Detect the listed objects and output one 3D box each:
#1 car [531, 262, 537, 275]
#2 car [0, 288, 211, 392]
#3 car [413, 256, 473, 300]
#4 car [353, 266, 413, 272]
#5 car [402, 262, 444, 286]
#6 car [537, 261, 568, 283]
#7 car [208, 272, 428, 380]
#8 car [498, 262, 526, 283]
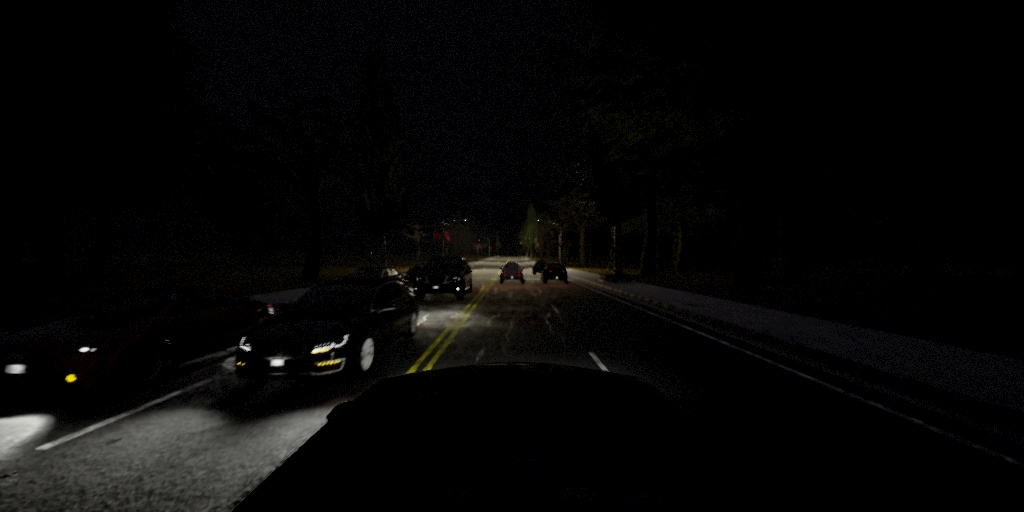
[{"bbox_3d":[3.300,1.362,41.585,1.837,1.490,4.892,0,0,1],"label":"car"},{"bbox_3d":[-6.572,1.312,6.746,1.994,1.385,4.181,0,0,0],"label":"car"},{"bbox_3d":[-3.245,0.989,18.059,2.150,2.045,5.566,0,0,0],"label":"car"},{"bbox_3d":[-6.496,1.255,16.655,2.128,1.511,4.902,0,0,0],"label":"car"},{"bbox_3d":[-6.492,1.278,26.802,1.882,1.535,5.008,0,0,0],"label":"car"},{"bbox_3d":[3.265,1.313,28.358,1.837,1.490,4.892,0,0,0],"label":"car"},{"bbox_3d":[-3.319,1.253,7.486,1.837,1.490,4.892,0,0,0],"label":"car"},{"bbox_3d":[0.014,1.333,28.433,1.812,1.442,4.674,0,0,0],"label":"car"}]
